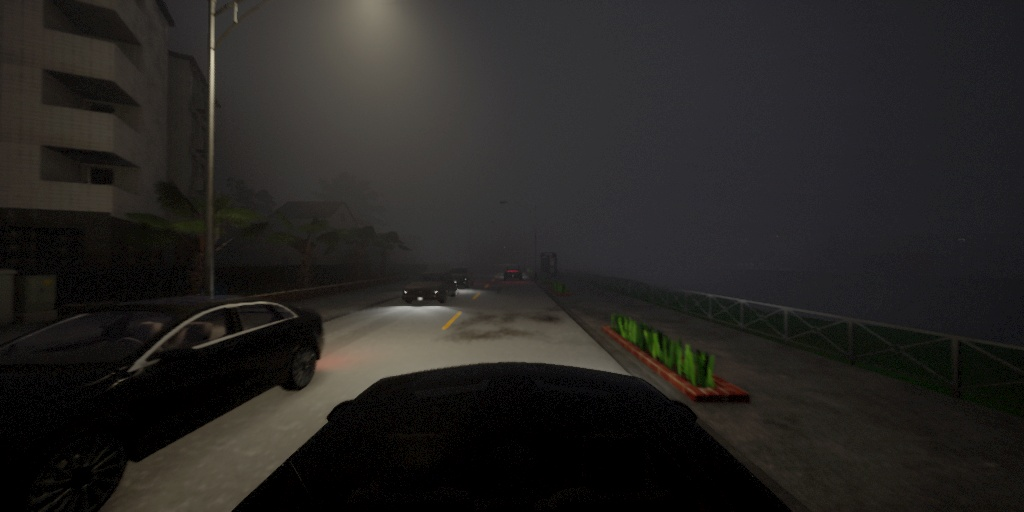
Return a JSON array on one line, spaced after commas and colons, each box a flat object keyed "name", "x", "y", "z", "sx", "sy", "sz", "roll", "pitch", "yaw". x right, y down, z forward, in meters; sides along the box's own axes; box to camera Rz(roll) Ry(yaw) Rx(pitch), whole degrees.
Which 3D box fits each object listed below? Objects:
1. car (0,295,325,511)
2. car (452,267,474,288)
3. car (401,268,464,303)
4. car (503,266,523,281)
[{"name": "car", "x": -4.099, "y": 1.273, "z": 4.148, "sx": 2.128, "sy": 1.511, "sz": 4.902, "roll": 0, "pitch": -1, "yaw": 0}, {"name": "car", "x": -4.026, "y": 1.599, "z": 27.434, "sx": 1.837, "sy": 1.490, "sz": 4.892, "roll": 0, "pitch": -1, "yaw": 0}, {"name": "car", "x": -4.006, "y": 1.520, "z": 18.321, "sx": 2.033, "sy": 1.411, "sz": 5.357, "roll": 0, "pitch": -1, "yaw": 0}, {"name": "car", "x": 0.103, "y": 1.705, "z": 36.410, "sx": 2.128, "sy": 1.511, "sz": 4.902, "roll": 0, "pitch": -1, "yaw": 0}]
